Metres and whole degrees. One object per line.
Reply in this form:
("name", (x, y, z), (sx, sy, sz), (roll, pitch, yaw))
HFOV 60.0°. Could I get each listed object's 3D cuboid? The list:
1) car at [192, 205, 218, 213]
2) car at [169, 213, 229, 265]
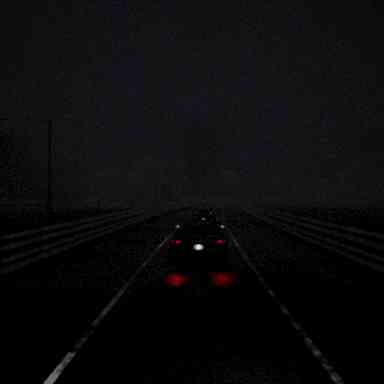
("car", (1.021, 1.813, 27.184), (2.128, 1.511, 4.902), (0, -1, 4))
("car", (0.294, 1.713, 12.395), (1.994, 1.385, 4.181), (0, -1, 2))
